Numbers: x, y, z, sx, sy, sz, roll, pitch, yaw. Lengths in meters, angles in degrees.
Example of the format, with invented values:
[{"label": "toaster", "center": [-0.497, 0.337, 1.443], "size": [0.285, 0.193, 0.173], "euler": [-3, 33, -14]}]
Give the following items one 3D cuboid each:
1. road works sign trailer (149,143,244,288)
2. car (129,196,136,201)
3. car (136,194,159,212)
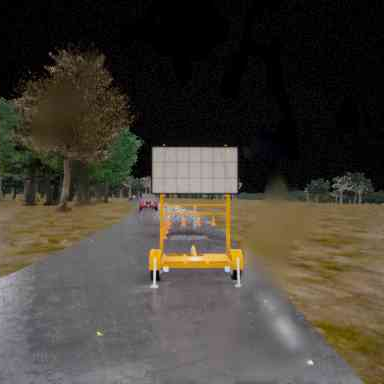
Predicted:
[{"label": "road works sign trailer", "center": [0.077, 0.464, 9.245], "size": [2.380, 3.560, 2.880], "euler": [0, 0, -2]}, {"label": "car", "center": [-15.218, 1.661, 85.716], "size": [1.812, 1.442, 4.674], "euler": [0, -1, -17]}, {"label": "car", "center": [-5.230, 1.224, 40.019], "size": [2.150, 2.045, 5.566], "euler": [0, 0, -8]}]
